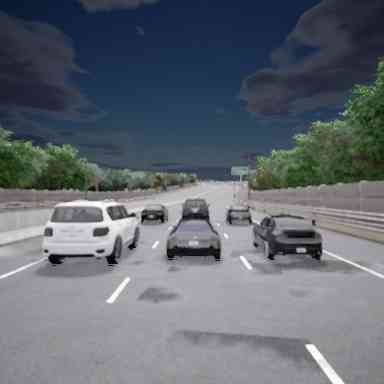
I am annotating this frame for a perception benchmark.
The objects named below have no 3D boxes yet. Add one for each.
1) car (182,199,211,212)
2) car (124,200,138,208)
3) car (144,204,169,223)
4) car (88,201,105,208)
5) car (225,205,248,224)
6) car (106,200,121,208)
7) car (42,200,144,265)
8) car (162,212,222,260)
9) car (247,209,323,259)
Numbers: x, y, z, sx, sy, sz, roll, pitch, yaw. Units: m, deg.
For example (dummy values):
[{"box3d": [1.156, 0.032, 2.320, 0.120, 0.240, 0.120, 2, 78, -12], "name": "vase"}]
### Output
[{"box3d": [0.316, 1.545, 27.195, 2.150, 2.045, 5.566, 0, 0, 2], "name": "car"}, {"box3d": [-12.160, 2.396, 66.492, 1.994, 1.385, 4.181, 0, -1, 3], "name": "car"}, {"box3d": [-3.123, 1.819, 28.910, 1.882, 1.535, 5.008, 0, -1, 2], "name": "car"}, {"box3d": [-19.156, 2.430, 66.719, 1.895, 1.301, 4.718, 0, -1, 3], "name": "car"}, {"box3d": [3.851, 1.826, 28.041, 2.128, 1.511, 4.902, 0, -1, 2], "name": "car"}, {"box3d": [-15.660, 2.361, 66.563, 1.812, 1.442, 4.674, 0, -1, 3], "name": "car"}, {"box3d": [-3.432, 1.353, 12.321, 2.150, 2.045, 5.566, 0, 0, 1], "name": "car"}, {"box3d": [0.091, 1.702, 13.129, 1.994, 1.385, 4.181, 0, -1, 1], "name": "car"}, {"box3d": [3.592, 1.646, 13.197, 1.837, 1.490, 4.892, 0, 0, 1], "name": "car"}]
